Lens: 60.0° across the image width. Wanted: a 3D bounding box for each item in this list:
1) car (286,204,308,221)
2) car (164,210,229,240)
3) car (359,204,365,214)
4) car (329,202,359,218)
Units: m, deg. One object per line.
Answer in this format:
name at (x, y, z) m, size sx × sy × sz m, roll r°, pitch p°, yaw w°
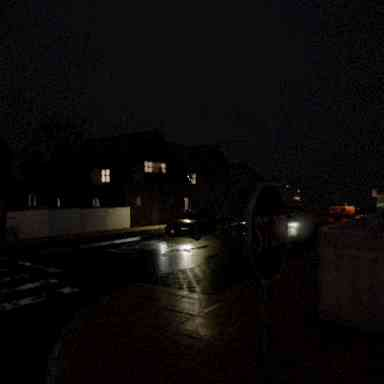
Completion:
car at (9.895, 1.980, 32.660) m, size 1.882 × 1.535 × 5.008 m, roll -1°, pitch -1°, yaw 35°
car at (0.386, 1.792, 18.972) m, size 1.837 × 1.490 × 4.892 m, roll -1°, pitch -1°, yaw 35°
car at (22.944, 2.344, 46.479) m, size 1.895 × 1.301 × 4.718 m, roll -1°, pitch -1°, yaw 35°
car at (17.333, 1.952, 38.309) m, size 2.097 × 1.767 × 4.553 m, roll -1°, pitch -1°, yaw 35°
